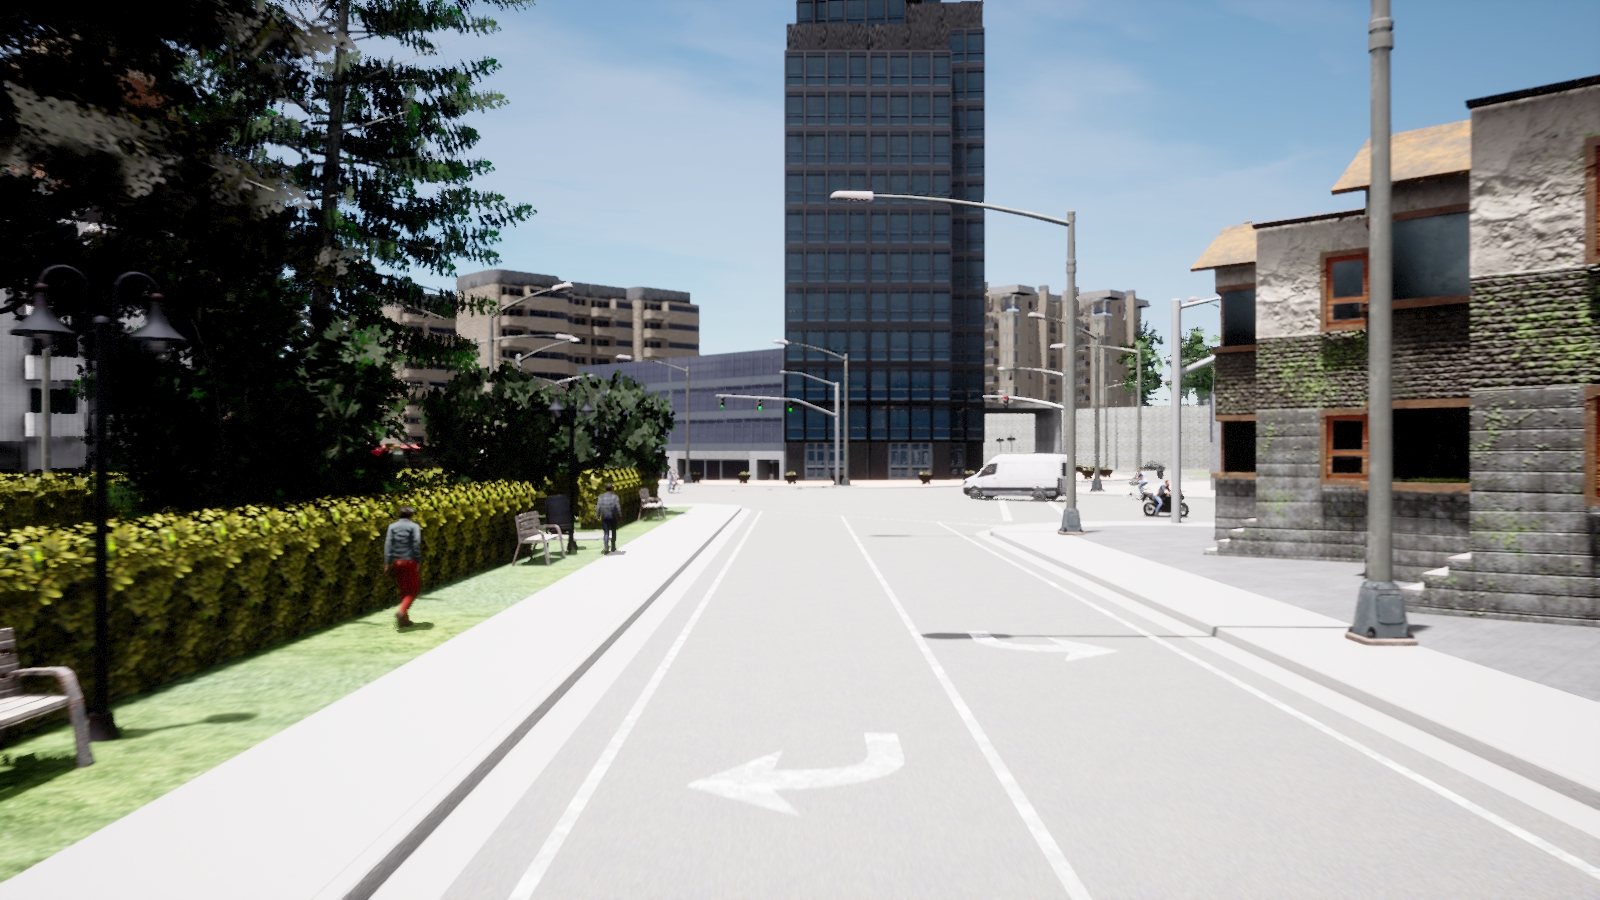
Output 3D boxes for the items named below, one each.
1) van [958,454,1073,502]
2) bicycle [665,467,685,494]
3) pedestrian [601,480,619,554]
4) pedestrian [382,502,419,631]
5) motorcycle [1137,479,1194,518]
[{"bbox_3d":[11.822,1.516,62.842,5.915,2.561,1.988,0,-2,32],"label":"van"},{"bbox_3d":[-8.199,1.992,74.814,1.643,1.717,0.373,0,0,44],"label":"bicycle"},{"bbox_3d":[-4.814,1.693,28.900,0.375,1.860,0.375,0,0,3],"label":"pedestrian"},{"bbox_3d":[-5.870,1.697,16.788,0.375,1.860,0.375,0,0,8],"label":"pedestrian"},{"bbox_3d":[14.761,1.957,46.130,0.803,1.505,2.033,0,0,-45],"label":"motorcycle"}]
